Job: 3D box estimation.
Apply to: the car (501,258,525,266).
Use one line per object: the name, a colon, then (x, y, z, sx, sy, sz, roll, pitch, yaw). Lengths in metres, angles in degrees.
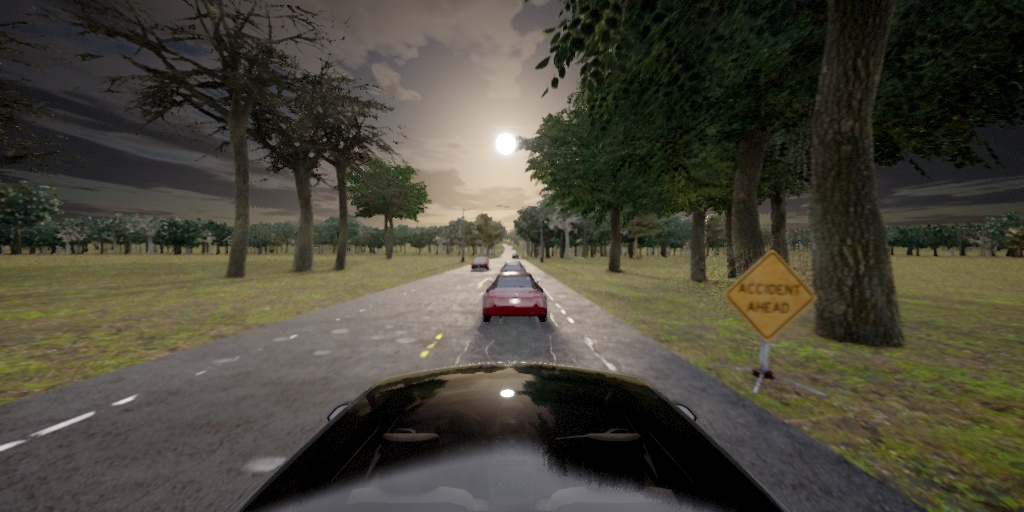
car: (0.089, 1.073, 27.423, 1.994, 1.385, 4.181, 0, 1, 0)

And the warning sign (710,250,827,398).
warning sign: (3.550, 0.835, 5.082, 1.300, 1.860, 1.060, 0, 0, 0)

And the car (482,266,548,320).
car: (0.087, 1.221, 12.100, 1.994, 1.385, 4.181, 0, 1, 0)

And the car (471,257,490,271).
car: (-3.585, 0.833, 41.223, 1.882, 1.535, 5.008, 0, 1, 0)
